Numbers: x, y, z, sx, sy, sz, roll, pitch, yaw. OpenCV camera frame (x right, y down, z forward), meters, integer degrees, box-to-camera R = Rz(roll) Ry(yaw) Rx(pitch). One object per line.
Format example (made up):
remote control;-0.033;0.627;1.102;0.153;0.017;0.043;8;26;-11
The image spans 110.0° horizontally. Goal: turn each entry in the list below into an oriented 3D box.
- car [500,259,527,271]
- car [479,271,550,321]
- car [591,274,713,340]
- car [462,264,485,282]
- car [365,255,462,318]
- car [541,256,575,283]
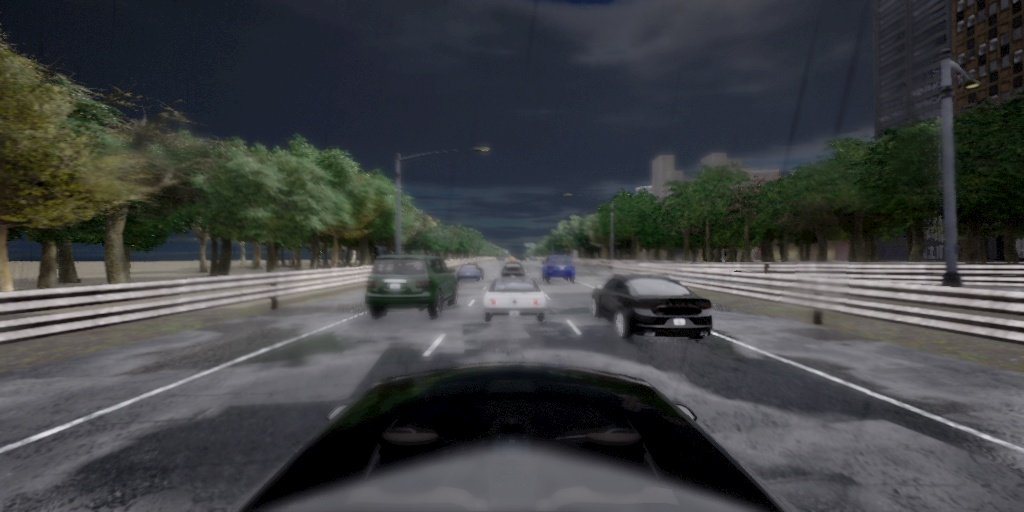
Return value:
car;0.106;1.277;29.373;1.837;1.490;4.892;0;0;0
car;0.087;1.377;12.596;1.895;1.301;4.718;0;0;0
car;3.571;1.248;10.093;1.882;1.535;5.008;0;0;0
car;-3.393;1.335;29.827;1.994;1.385;4.181;0;0;0
car;-3.412;0.996;13.189;2.150;2.045;5.566;0;0;0
car;3.604;0.994;28.381;2.150;2.045;5.566;0;0;0
